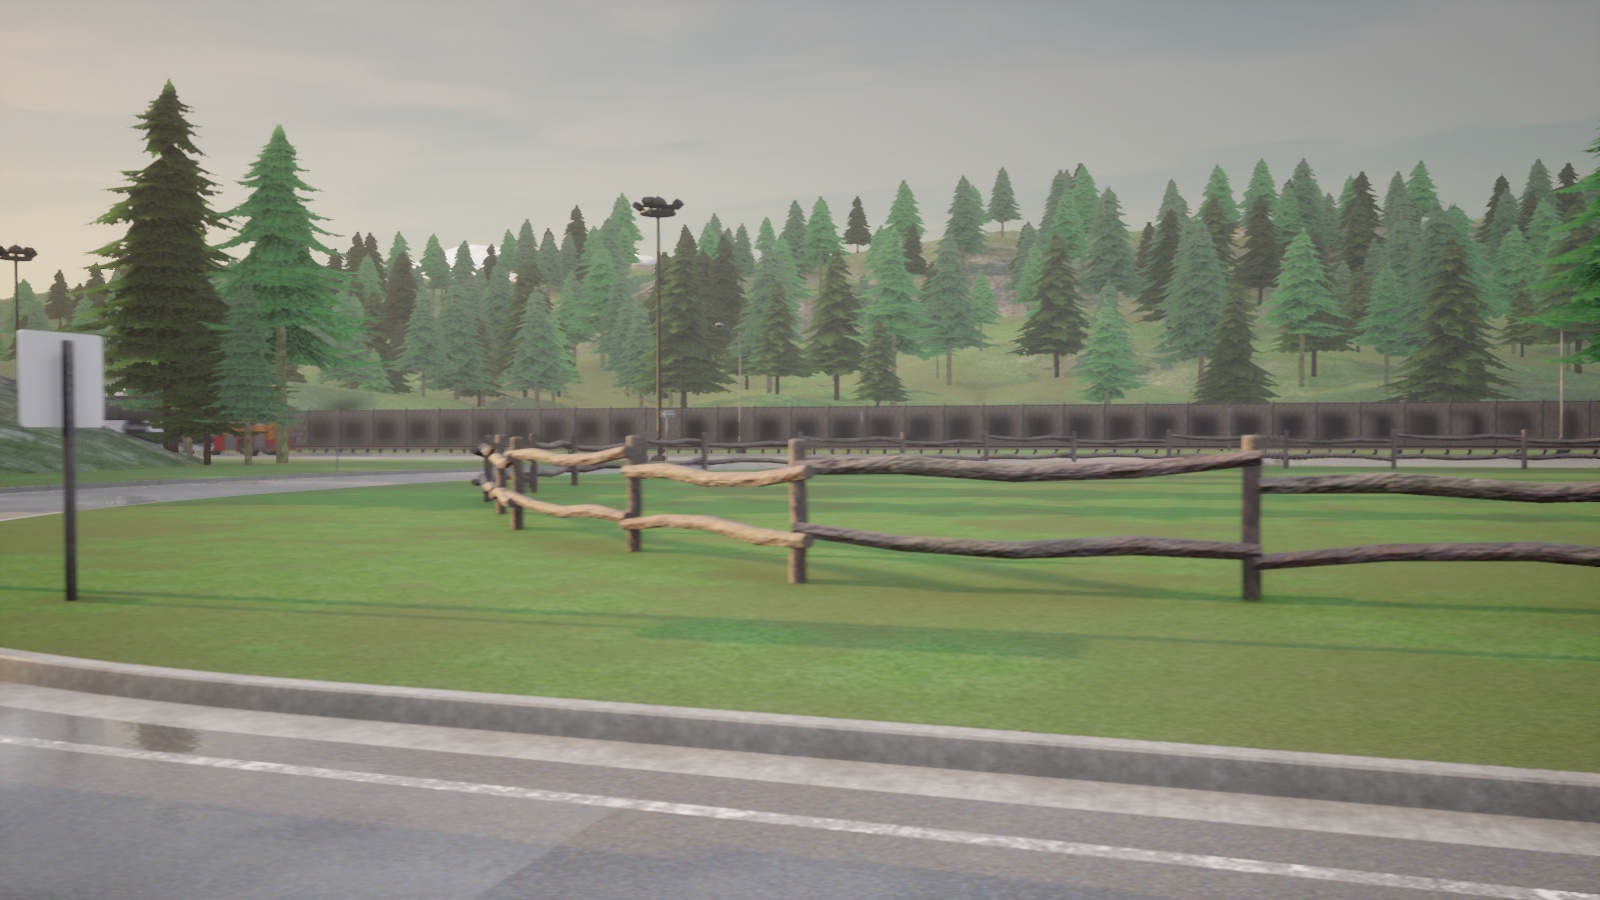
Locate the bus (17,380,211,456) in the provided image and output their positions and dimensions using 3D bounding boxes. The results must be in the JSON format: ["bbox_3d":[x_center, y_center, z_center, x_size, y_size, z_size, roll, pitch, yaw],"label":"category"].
[{"bbox_3d":[-40.030,-1.849,73.319,10.273,4.253,3.944,1,1,18],"label":"bus"}]

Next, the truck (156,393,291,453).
[{"bbox_3d":[-38.481,-1.799,83.872,8.468,3.827,2.891,1,1,18],"label":"truck"}]
